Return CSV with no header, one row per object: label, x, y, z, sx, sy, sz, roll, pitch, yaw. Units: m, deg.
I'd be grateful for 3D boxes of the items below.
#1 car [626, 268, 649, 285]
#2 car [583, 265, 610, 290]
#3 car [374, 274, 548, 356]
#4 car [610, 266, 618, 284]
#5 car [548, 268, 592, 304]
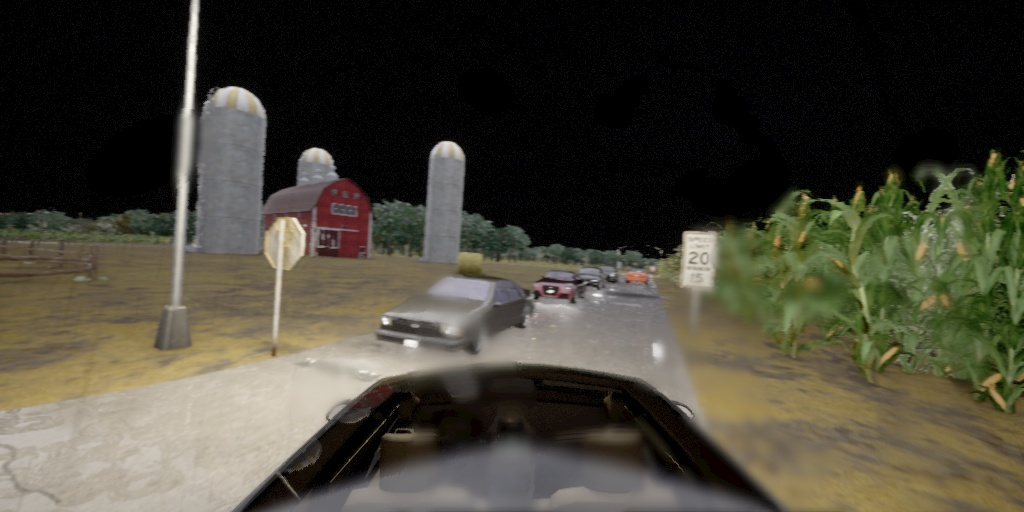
car,13.247,2.032,37.805,2.097,1.767,4.553,4,0,21
car,5.766,1.591,26.283,1.837,1.490,4.892,4,0,21
car,-0.864,1.191,8.773,2.033,1.411,5.357,4,0,19
car,9.374,1.732,35.665,2.097,1.767,4.553,4,0,21
car,2.388,1.409,17.442,1.994,1.385,4.181,4,0,21
